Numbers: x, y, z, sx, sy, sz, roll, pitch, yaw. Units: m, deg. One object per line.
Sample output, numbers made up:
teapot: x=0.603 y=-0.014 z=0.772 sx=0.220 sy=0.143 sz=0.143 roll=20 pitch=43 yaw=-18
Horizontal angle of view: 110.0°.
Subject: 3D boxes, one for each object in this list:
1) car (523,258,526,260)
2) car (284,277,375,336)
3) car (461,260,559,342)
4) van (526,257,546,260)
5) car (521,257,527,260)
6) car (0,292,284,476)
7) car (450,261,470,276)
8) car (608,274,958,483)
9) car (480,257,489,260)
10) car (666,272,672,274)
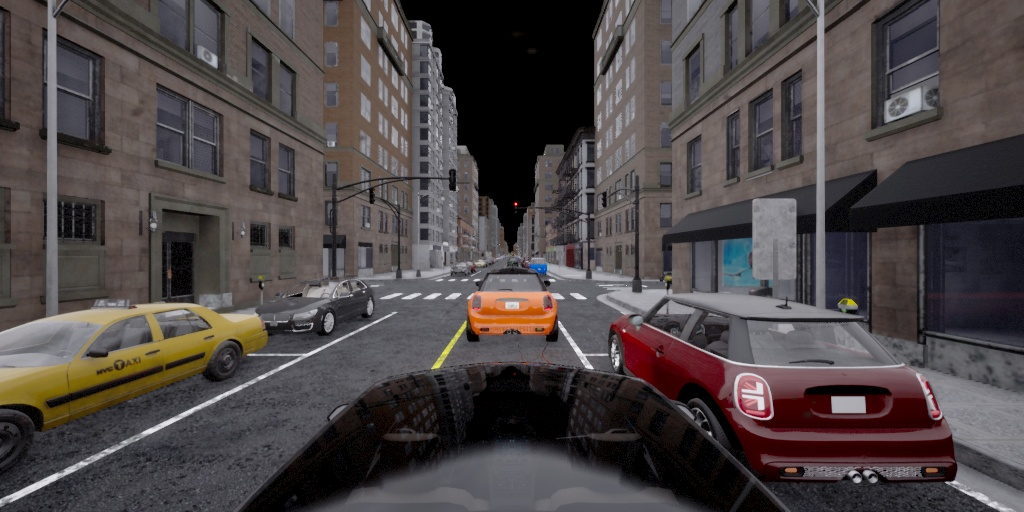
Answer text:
car: x=2.719 y=1.327 z=48.714 sx=1.802 sy=1.307 sz=4.207 roll=0 pitch=0 yaw=0
car: x=-5.373 y=1.300 z=10.276 sx=2.007 sy=1.370 sz=4.403 roll=0 pitch=0 yaw=0
car: x=0.025 y=1.102 z=9.973 sx=2.097 sy=1.767 sz=4.553 roll=0 pitch=0 yaw=1
van: x=2.699 y=1.087 z=37.352 sx=1.690 sy=1.789 sz=3.998 roll=0 pitch=0 yaw=0
car: x=2.739 y=1.322 z=60.078 sx=1.802 sy=1.307 sz=4.207 roll=0 pitch=0 yaw=0
car: x=-5.383 y=1.275 z=4.587 sx=1.751 sy=1.417 sz=4.829 roll=0 pitch=0 yaw=0
car: x=-5.326 y=1.297 z=37.357 sx=2.007 sy=1.370 sz=4.403 roll=0 pitch=0 yaw=0
car: x=2.643 y=1.190 z=4.752 sx=1.967 sy=1.591 sz=4.097 roll=0 pitch=0 yaw=0
car: x=-5.287 y=1.266 z=59.915 sx=1.751 sy=1.417 sz=4.829 roll=0 pitch=0 yaw=0
car: x=13.309 y=1.385 z=25.157 sx=5.357 sy=1.411 sz=2.033 roll=0 pitch=0 yaw=-1
